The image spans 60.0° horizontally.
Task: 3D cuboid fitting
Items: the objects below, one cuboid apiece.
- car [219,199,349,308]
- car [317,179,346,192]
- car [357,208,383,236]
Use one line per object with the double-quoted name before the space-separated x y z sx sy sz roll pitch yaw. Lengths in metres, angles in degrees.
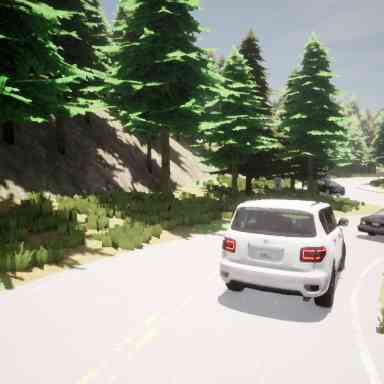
"car" 2.553 1.200 8.379 2.150 2.045 5.566 3 2 27
"car" 16.082 -0.553 38.929 1.882 1.535 5.008 -1 5 -2
"car" 10.136 1.414 15.828 5.357 1.411 2.033 -1 5 -32
